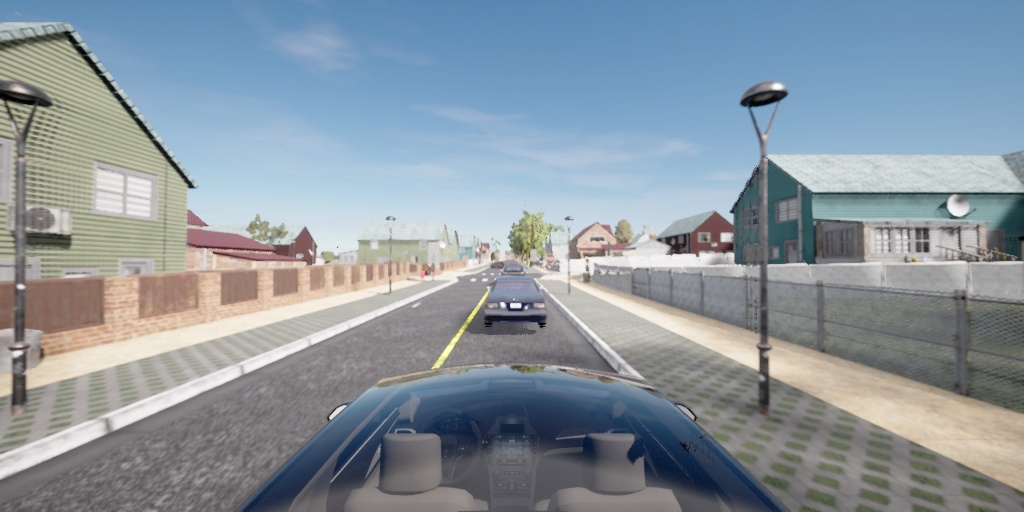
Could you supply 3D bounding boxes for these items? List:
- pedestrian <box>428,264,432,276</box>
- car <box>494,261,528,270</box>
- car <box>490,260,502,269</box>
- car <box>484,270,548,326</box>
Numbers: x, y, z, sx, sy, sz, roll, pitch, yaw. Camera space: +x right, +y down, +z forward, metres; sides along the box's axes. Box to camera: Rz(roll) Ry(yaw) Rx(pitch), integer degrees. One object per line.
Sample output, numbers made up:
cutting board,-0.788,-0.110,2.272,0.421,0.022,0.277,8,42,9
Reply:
pedestrian,-9.688,1.419,42.391,0.375,1.860,0.375,0,0,0
car,0.143,1.370,26.011,2.128,1.511,4.902,0,0,2
car,-2.785,1.628,64.444,1.994,1.385,4.181,0,0,1
car,0.100,1.353,11.842,2.033,1.411,5.357,0,0,0
